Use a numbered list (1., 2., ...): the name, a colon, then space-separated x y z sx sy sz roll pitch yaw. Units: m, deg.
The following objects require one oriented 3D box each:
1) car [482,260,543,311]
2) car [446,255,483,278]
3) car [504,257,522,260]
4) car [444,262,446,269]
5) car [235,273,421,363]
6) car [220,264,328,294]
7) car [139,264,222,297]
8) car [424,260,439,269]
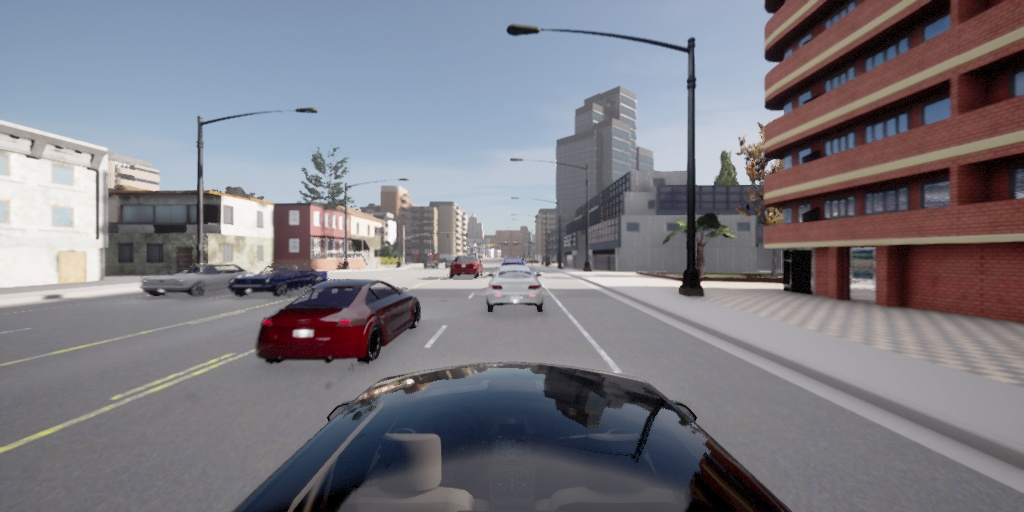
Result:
1. car: 0.099 1.048 13.007 1.812 1.442 4.674 0 1 0
2. car: -3.402 0.713 27.381 2.097 1.767 4.553 0 0 0
3. car: 0.098 0.840 29.204 1.882 1.535 5.008 0 0 0
4. car: -10.502 1.467 62.410 2.128 1.511 4.902 0 -1 0
5. car: -3.405 1.190 7.859 1.994 1.385 4.181 0 1 0
6. car: -10.601 1.054 16.649 1.895 1.301 4.718 0 1 0
7. car: -14.101 1.055 16.633 1.895 1.301 4.718 0 1 0
8. car: -14.002 1.467 62.410 2.128 1.511 4.902 0 -1 0
